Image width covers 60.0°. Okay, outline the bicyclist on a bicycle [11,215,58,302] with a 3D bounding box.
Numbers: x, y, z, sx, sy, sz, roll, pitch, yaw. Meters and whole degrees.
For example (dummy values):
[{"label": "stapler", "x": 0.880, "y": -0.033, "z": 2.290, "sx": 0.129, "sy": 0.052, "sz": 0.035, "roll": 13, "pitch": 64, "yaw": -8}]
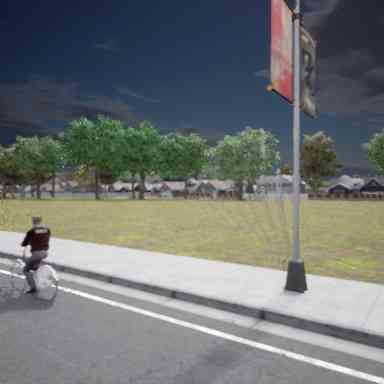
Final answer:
[{"label": "bicyclist on a bicycle", "x": -3.416, "y": 1.358, "z": 7.101, "sx": 1.843, "sy": 1.776, "sz": 0.659, "roll": 0, "pitch": 0, "yaw": 36}]
